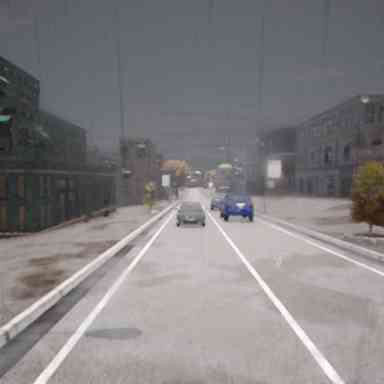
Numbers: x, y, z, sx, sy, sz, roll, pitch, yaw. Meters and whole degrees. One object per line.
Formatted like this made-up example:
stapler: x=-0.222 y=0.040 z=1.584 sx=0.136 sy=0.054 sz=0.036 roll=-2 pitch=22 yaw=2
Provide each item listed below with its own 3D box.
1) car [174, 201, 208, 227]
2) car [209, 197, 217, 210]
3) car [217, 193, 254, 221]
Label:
car: x=-0.069 y=1.413 z=22.125 sx=1.837 sy=1.490 sz=4.892 roll=0 pitch=0 yaw=0
car: x=3.183 y=1.385 z=40.260 sx=1.812 sy=1.442 sz=4.674 roll=0 pitch=0 yaw=2
car: x=3.450 y=1.129 z=26.216 sx=2.150 sy=2.045 sz=5.566 roll=0 pitch=0 yaw=0
